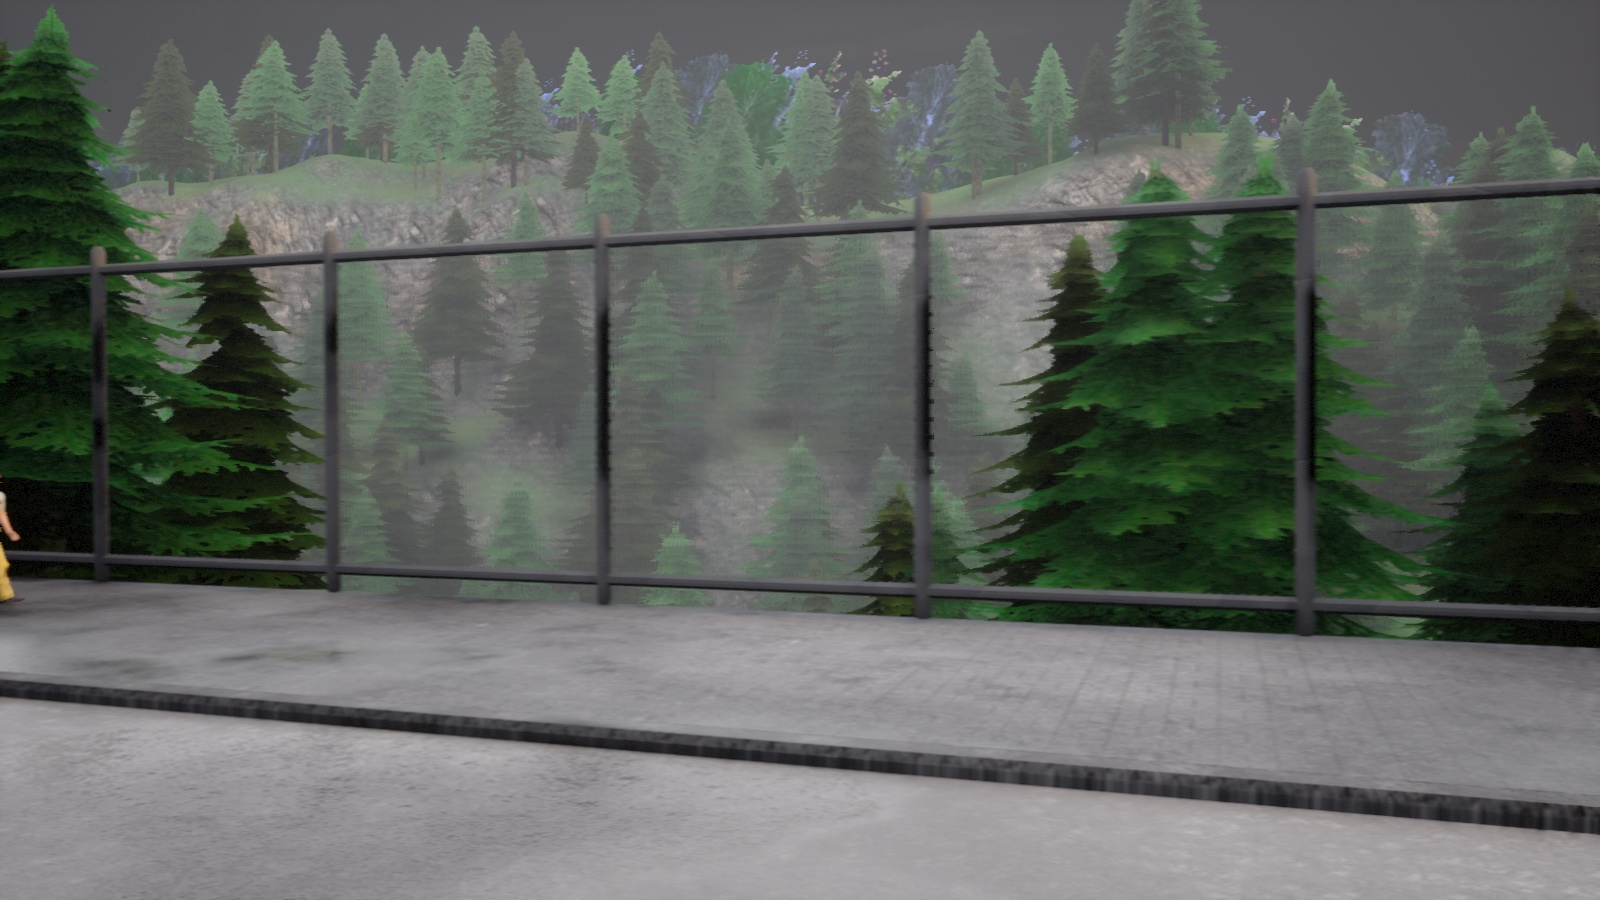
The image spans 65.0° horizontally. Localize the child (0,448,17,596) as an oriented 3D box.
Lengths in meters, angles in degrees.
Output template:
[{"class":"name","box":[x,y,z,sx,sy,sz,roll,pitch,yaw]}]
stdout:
[{"class":"child","box":[-7.082,0.616,10.864,0.437,1.263,0.270,0,1,2]}]
